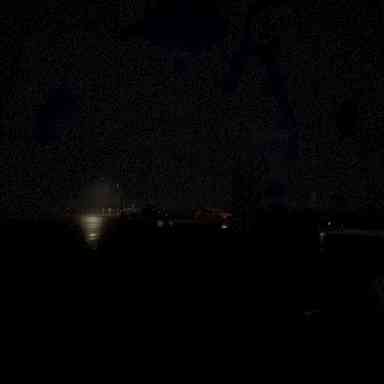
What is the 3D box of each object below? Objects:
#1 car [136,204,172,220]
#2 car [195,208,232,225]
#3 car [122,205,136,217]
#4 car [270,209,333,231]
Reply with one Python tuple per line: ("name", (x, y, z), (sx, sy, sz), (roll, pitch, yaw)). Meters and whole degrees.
("car", (-4.717, 2.575, 43.161), (2.150, 2.045, 5.566), (1, -3, -35))
("car", (2.325, 2.384, 33.251), (1.882, 1.535, 5.008), (1, -3, -36))
("car", (-9.880, 3.116, 55.466), (2.150, 2.045, 5.566), (1, -3, -35))
("car", (8.135, 2.045, 25.050), (1.837, 1.490, 4.892), (1, -3, -35))
